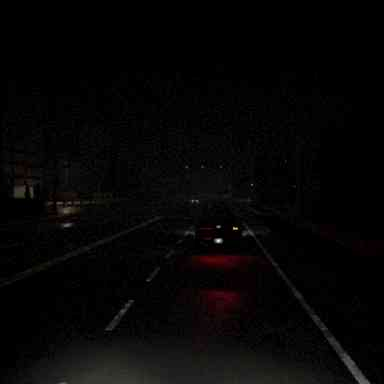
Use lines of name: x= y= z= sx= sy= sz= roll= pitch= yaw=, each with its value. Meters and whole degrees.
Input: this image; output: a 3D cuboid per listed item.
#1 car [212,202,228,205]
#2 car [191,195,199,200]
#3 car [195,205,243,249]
car: x=2.438 y=1.561 z=29.399 sx=2.033 sy=1.411 sz=5.357 roll=0 pitch=0 yaw=5
car: x=0.945 y=1.516 z=94.351 sx=1.812 sy=1.442 sz=4.674 roll=0 pitch=0 yaw=5
car: x=1.166 y=1.513 z=14.453 sx=1.837 sy=1.490 sz=4.892 roll=0 pitch=0 yaw=5
